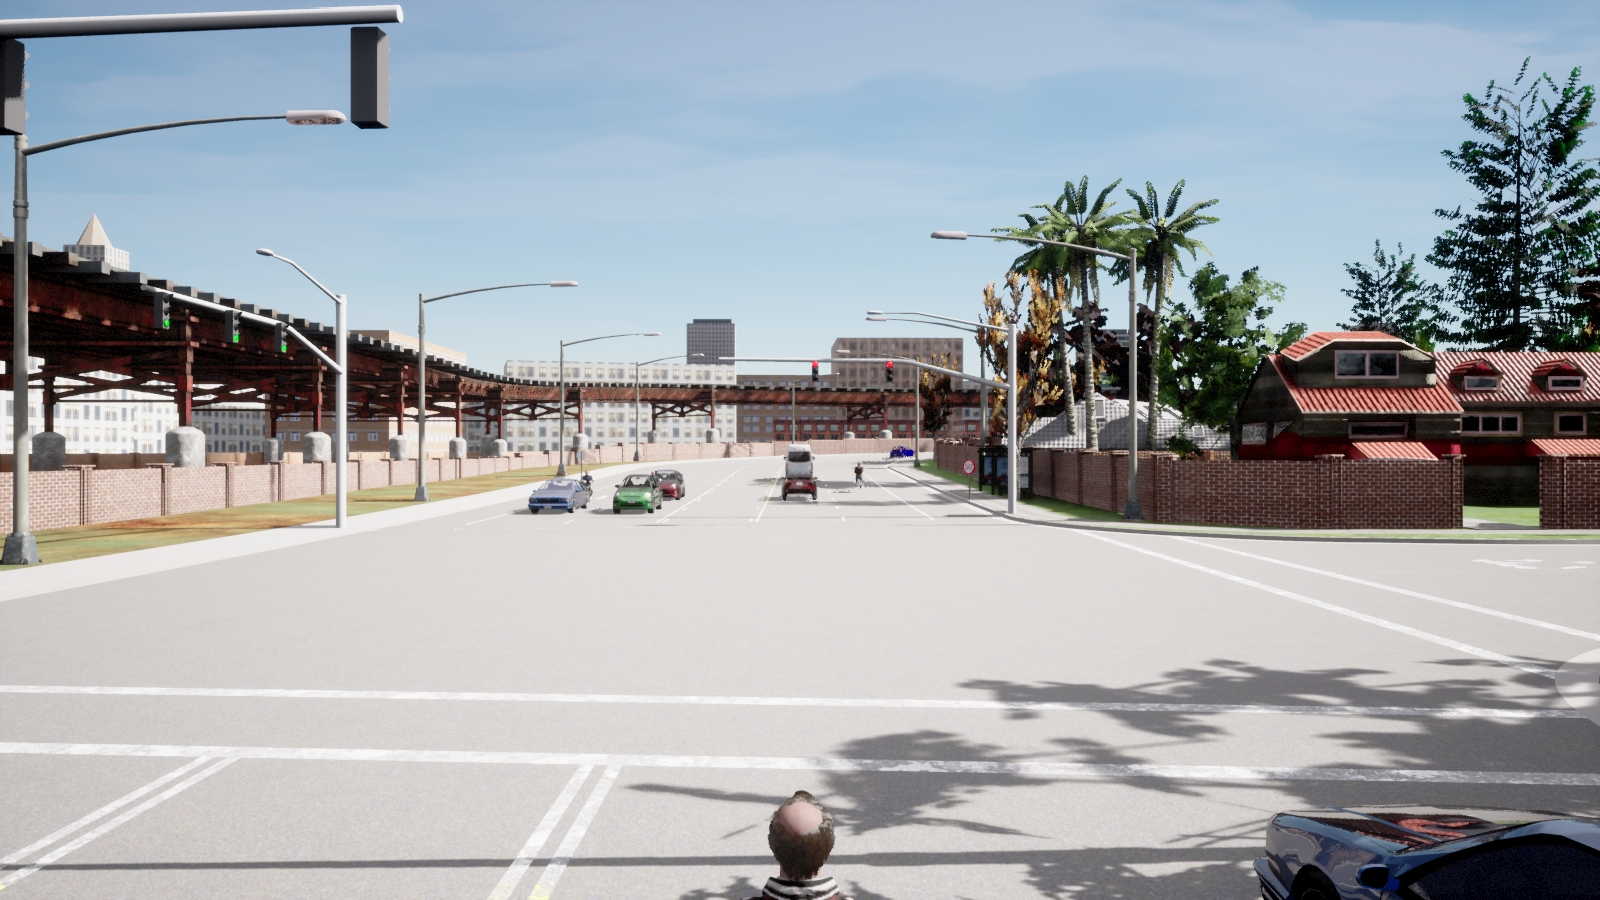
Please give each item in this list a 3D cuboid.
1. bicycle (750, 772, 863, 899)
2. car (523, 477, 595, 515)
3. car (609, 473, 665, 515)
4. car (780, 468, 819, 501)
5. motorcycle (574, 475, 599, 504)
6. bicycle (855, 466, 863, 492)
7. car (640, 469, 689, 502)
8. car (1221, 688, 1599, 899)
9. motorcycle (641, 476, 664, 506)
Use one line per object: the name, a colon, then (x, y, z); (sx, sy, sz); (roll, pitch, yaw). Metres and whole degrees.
bicycle: (0.019, 2.048, 3.681); (0.329, 1.496, 1.835); (0, 0, 0)
car: (-10.533, 1.979, 50.381); (2.033, 1.411, 5.357); (0, 1, 0)
car: (-7.031, 1.877, 49.699); (1.851, 1.617, 3.988); (0, 1, 0)
car: (-0.035, 1.790, 60.612); (2.007, 1.525, 4.514); (0, 1, 0)
motorcycle: (-10.476, 1.934, 56.002); (0.856, 1.341, 1.805); (0, 1, 1)
bicycle: (3.474, 1.695, 67.266); (0.329, 1.496, 1.835); (0, 1, 0)
car: (-7.040, 1.799, 59.633); (2.007, 1.525, 4.514); (0, 1, 0)
car: (3.467, 2.106, 4.038); (2.033, 1.411, 5.357); (0, 0, 1)
motorcycle: (-7.053, 1.947, 54.746); (0.856, 1.341, 1.805); (0, 1, 0)
